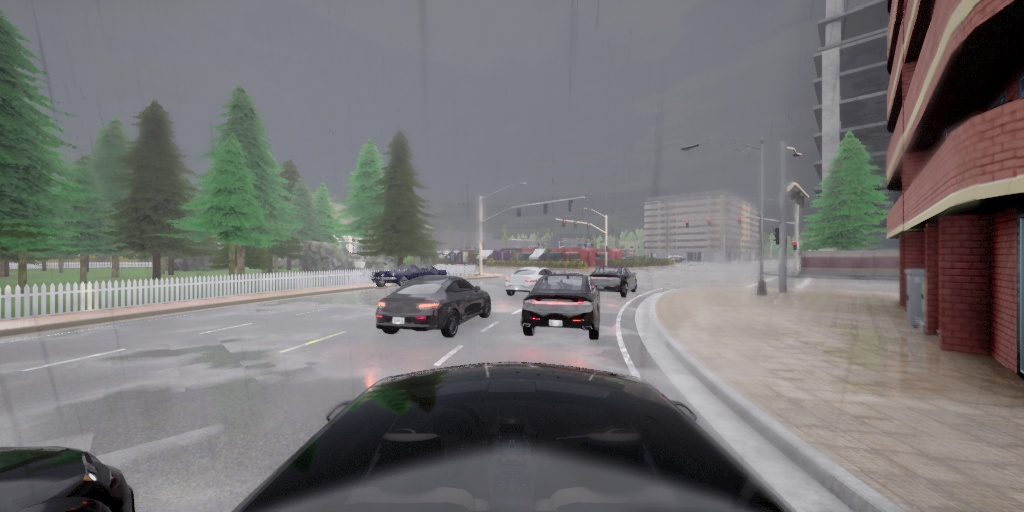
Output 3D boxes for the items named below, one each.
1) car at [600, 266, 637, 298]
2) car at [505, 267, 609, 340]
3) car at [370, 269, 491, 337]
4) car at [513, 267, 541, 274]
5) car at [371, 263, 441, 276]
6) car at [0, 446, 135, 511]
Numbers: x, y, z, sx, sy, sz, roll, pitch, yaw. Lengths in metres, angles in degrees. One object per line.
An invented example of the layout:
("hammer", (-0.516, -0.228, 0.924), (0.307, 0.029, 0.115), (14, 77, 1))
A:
("car", (5.304, 1.241, 18.753), (2.128, 1.511, 4.902), (0, 0, 28))
("car", (1.540, 1.242, 10.128), (2.128, 1.511, 4.902), (0, 0, 14))
("car", (-2.007, 1.276, 10.252), (1.812, 1.442, 4.674), (0, 0, 13))
("car", (1.227, 1.276, 18.757), (1.812, 1.442, 4.674), (0, 0, 26))
("car", (-5.898, 1.063, 20.969), (1.895, 1.301, 4.718), (0, 0, 26))
("car", (-3.170, 1.314, 0.344), (1.994, 1.385, 4.181), (0, 0, -2))
